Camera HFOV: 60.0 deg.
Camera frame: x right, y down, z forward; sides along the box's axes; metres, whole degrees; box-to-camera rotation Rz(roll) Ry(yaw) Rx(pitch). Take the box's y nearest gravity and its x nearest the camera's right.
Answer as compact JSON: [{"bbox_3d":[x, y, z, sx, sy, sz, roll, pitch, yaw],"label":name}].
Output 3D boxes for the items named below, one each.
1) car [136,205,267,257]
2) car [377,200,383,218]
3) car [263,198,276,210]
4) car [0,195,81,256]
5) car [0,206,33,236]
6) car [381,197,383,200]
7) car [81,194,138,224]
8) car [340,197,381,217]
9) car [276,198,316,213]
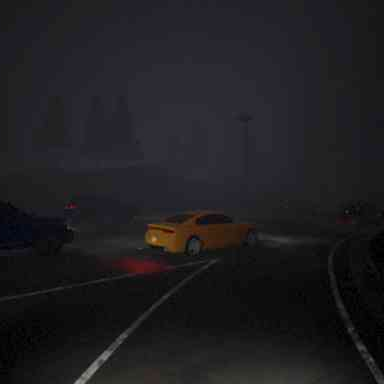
[{"bbox_3d":[0.548,1.467,13.053,5.008,1.535,1.882,0,0,-41],"label":"car"},{"bbox_3d":[17.582,1.540,27.816,4.181,1.385,1.994,0,0,-41],"label":"car"},{"bbox_3d":[10.447,1.492,40.199,4.674,1.442,1.812,0,0,-41],"label":"car"},{"bbox_3d":[-6.950,1.213,11.172,5.566,2.045,2.150,0,0,-41],"label":"car"},{"bbox_3d":[-11.196,1.535,16.759,5.357,1.411,2.033,0,0,-41],"label":"car"},{"bbox_3d":[31.350,1.518,53.723,4.181,1.385,1.994,0,0,-41],"label":"car"},{"bbox_3d":[-6.831,1.203,25.188,5.566,2.045,2.150,0,0,-41],"label":"car"},{"bbox_3d":[15.242,1.499,30.456,4.674,1.442,1.812,0,0,-41],"label":"car"},{"bbox_3d":[11.807,1.447,36.744,5.008,1.535,1.882,0,0,-41],"label":"car"}]
